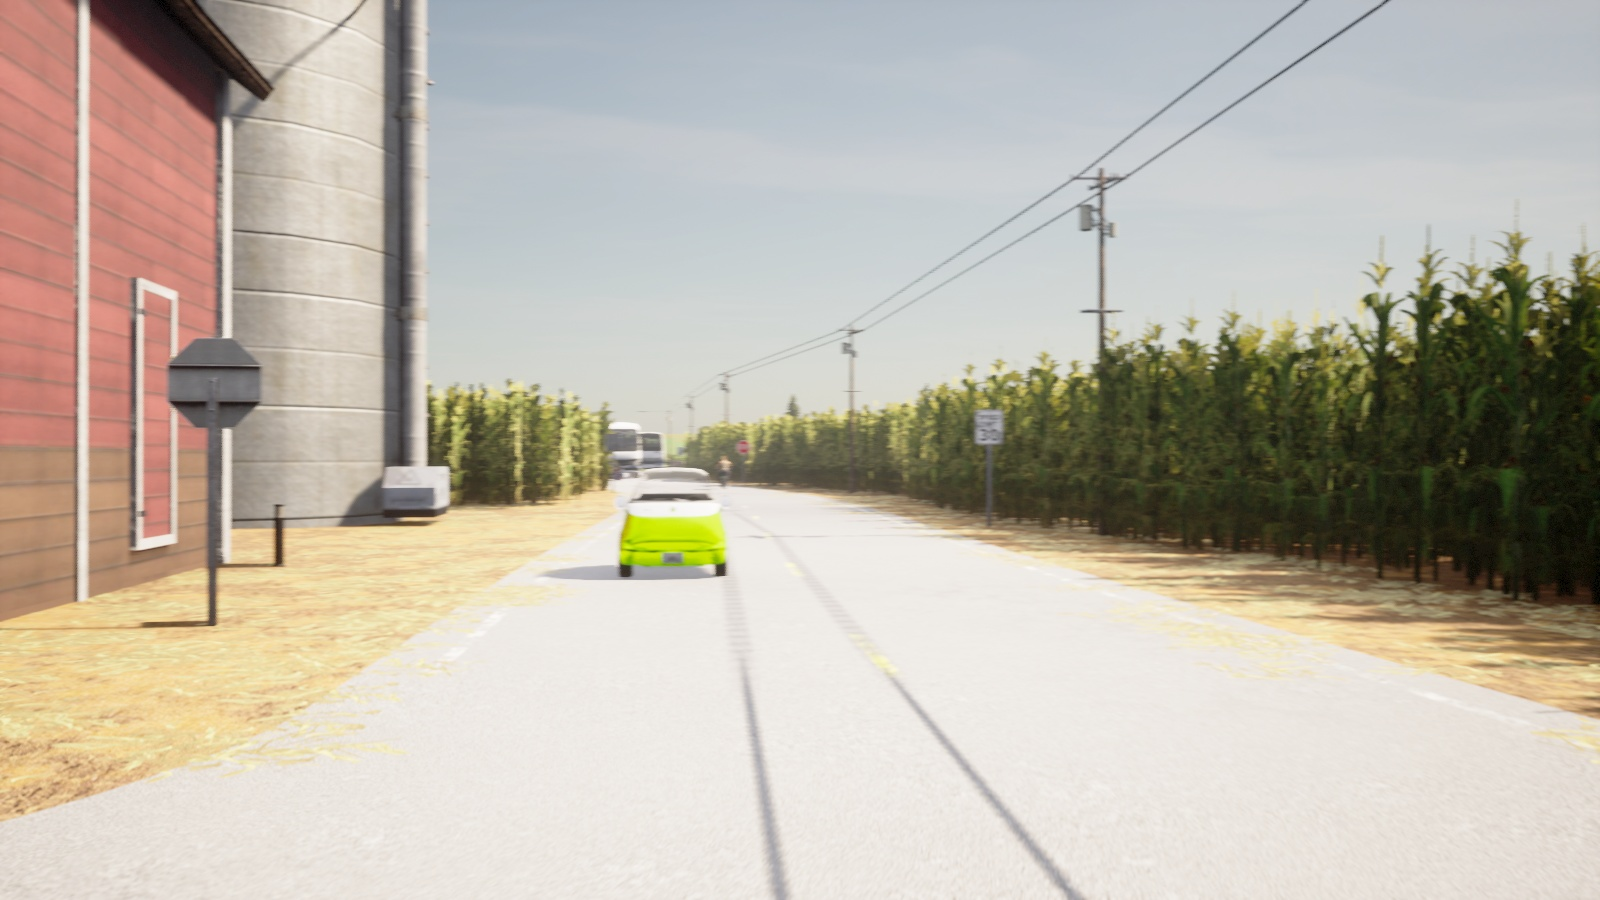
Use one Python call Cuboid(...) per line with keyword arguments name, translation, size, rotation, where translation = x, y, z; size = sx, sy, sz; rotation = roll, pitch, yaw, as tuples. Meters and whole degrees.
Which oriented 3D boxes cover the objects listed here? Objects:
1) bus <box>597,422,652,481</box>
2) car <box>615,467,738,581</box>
Cuboid(name="bus", translation=(-13.472, 0.079, 96.464), size=(3.944, 4.253, 10.273), rotation=(0, 0, -8))
Cuboid(name="car", translation=(-1.591, 0.919, 16.453), size=(1.481, 1.376, 2.207), rotation=(0, -1, -4))
